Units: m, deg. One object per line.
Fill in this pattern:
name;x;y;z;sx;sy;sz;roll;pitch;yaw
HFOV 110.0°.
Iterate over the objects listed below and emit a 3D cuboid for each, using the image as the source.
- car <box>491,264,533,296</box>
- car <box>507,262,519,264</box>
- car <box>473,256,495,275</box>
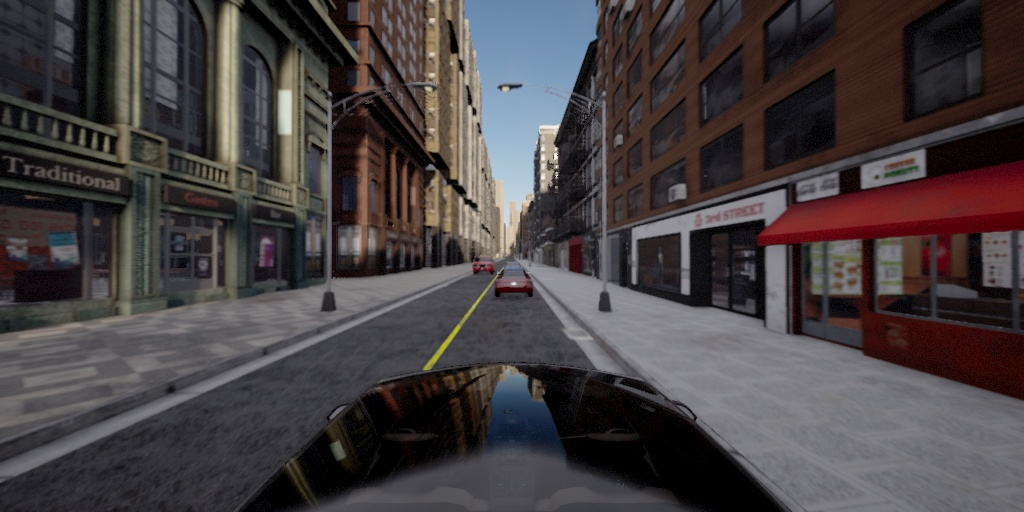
car;0.093;1.323;19.542;1.994;1.385;4.181;0;0;0
car;0.088;1.324;37.755;2.033;1.411;5.357;0;0;0
car;-3.076;1.002;40.065;2.150;2.045;5.566;0;0;0
